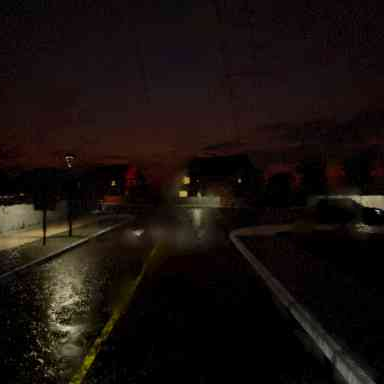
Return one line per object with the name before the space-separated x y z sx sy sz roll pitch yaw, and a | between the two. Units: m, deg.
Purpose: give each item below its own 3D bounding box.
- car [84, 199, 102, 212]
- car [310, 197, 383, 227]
car | -12.383 1.510 38.431 4.674 1.442 1.812 0 0 36
car | 10.372 1.251 22.123 4.553 1.767 2.097 0 0 36
